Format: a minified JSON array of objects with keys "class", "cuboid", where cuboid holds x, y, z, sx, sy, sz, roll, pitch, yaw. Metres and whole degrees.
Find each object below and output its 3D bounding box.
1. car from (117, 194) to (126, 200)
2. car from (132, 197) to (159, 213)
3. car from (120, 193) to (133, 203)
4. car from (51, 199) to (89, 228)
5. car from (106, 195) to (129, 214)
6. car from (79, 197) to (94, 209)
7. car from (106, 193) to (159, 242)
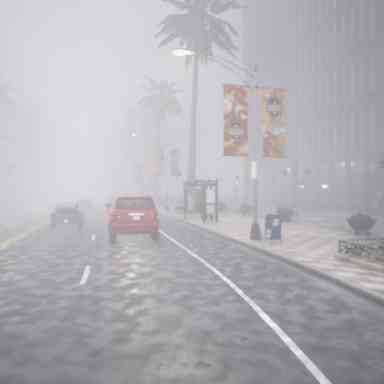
[{"class":"car","cuboid":[-18.142,1.201,85.270,2.161,1.482,4.786,0,0,-15]},{"class":"car","cuboid":[-5.045,1.344,35.664,2.231,1.521,4.892,0,0,-15]},{"class":"car","cuboid":[-12.710,1.118,64.021,2.185,1.767,4.553,0,0,-15]},{"class":"car","cuboid":[-8.084,1.432,21.978,1.837,1.490,4.892,0,0,-15]},{"class":"car","cuboid":[-7.727,1.228,34.121,2.097,1.767,4.553,0,0,-15]},{"class":"car","cuboid":[-13.327,1.336,41.432,1.882,1.535,5.008,0,0,-15]},{"class":"car","cuboid":[-2.975,1.160,16.370,2.150,2.045,5.566,0,0,-14]}]
